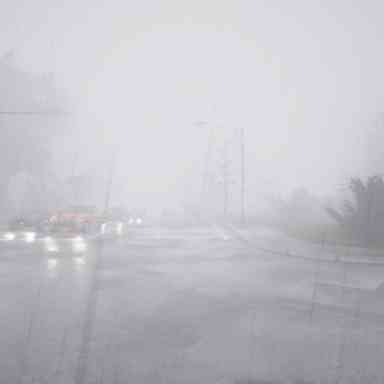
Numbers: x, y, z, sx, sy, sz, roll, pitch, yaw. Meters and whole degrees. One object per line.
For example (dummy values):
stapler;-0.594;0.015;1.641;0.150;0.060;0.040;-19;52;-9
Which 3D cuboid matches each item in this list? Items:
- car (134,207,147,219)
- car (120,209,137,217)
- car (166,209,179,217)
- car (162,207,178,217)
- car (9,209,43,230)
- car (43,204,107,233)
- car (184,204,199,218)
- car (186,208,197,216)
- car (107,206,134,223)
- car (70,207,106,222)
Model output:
car;-7.140;2.758;43.840;2.128;1.511;4.902;0;-3;0
car;-10.598;3.501;55.847;1.994;1.385;4.181;0;-3;0
car;-3.598;3.856;62.539;2.033;1.411;5.357;0;-3;0
car;-3.582;3.103;52.508;2.097;1.767;4.553;0;-3;0
car;-10.626;1.821;22.742;1.994;1.385;4.181;0;-2;0
car;-7.126;1.555;20.790;2.097;1.767;4.553;0;-2;0
car;-0.081;2.953;52.165;2.150;2.045;5.566;0;-3;0
car;-0.098;3.787;62.549;1.882;1.535;5.008;0;-3;0
car;-7.136;2.112;31.611;1.837;1.490;4.892;0;-3;0
car;-10.636;2.303;34.561;2.033;1.411;5.357;0;-3;0
